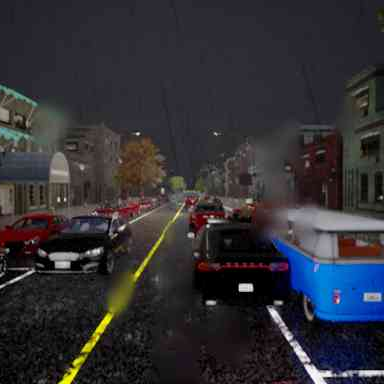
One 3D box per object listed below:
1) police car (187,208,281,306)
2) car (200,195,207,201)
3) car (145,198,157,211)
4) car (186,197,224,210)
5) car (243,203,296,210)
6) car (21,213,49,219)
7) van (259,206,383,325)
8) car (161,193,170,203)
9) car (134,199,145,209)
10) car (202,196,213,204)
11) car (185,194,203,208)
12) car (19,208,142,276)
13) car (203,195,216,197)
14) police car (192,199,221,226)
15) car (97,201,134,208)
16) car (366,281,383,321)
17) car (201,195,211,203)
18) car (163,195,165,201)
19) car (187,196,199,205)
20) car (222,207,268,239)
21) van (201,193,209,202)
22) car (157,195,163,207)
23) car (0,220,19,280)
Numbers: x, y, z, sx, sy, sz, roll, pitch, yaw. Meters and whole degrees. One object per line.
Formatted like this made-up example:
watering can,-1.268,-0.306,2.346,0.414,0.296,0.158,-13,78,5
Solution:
police car,0.916,1.413,8.209,1.930,1.638,5.238,0,0,0
car,2.855,1.396,84.664,1.752,1.417,4.829,-1,0,0
car,-5.613,1.522,40.122,1.802,1.307,4.206,-1,0,0
car,0.872,1.325,18.057,2.097,1.767,4.553,0,0,-1
car,2.710,1.297,12.366,2.192,1.841,5.009,-1,0,0
car,-5.669,1.526,12.381,1.887,1.381,4.507,-1,0,0
van,2.699,1.331,6.817,1.690,1.788,3.998,-1,0,0
car,-5.561,1.212,67.863,2.192,1.841,5.009,-1,0,0
car,-5.636,1.502,29.026,1.887,1.381,4.507,-1,0,0
car,2.811,1.488,62.301,1.802,1.307,4.206,-1,0,0
car,0.122,1.282,46.686,2.097,1.767,4.553,0,0,1
car,-3.080,1.476,10.385,2.128,1.511,4.902,0,0,0
car,2.779,1.457,45.825,1.752,1.417,4.829,-1,0,0
police car,0.947,1.389,24.210,1.930,1.638,5.238,0,0,0
car,-5.648,1.405,23.477,1.967,1.590,4.097,-1,0,0
car,2.690,1.580,1.270,1.802,1.307,4.206,-1,0,0
car,2.822,1.422,68.019,1.752,1.417,4.829,-1,0,0
car,-5.592,1.505,51.219,1.802,1.307,4.206,-1,0,0
car,0.120,1.457,60.098,2.033,1.411,5.357,0,0,0
car,2.723,1.555,17.914,1.802,1.307,4.206,-1,0,0
van,2.830,1.230,73.397,1.690,1.788,3.998,-1,0,0
car,-5.603,1.482,45.670,2.008,1.369,4.403,-1,0,0
car,-5.681,1.430,6.832,1.967,1.590,4.097,-1,0,0
